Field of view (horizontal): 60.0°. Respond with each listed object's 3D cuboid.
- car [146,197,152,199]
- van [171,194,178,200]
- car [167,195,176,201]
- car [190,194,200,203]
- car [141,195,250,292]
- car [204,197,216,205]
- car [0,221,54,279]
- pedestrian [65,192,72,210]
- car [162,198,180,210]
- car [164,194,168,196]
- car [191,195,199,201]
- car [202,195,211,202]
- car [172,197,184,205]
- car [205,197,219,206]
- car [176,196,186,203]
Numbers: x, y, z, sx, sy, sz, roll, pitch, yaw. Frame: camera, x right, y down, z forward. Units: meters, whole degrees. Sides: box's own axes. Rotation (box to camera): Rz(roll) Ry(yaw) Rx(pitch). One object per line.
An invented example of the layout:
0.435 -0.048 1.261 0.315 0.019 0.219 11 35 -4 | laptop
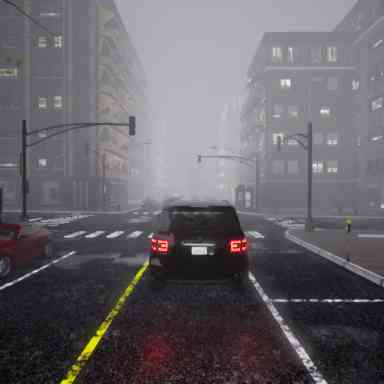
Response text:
-5.319 1.438 42.399 1.967 1.590 4.097 0 0 1 | car
-4.856 1.340 93.145 1.690 1.788 3.998 0 0 1 | van
-4.961 1.525 81.698 1.752 1.417 4.829 0 0 1 | car
0.670 1.354 72.899 2.097 1.767 4.553 0 0 1 | car
0.165 1.221 9.075 2.150 2.045 5.566 0 0 1 | car
3.215 1.543 59.232 1.887 1.381 4.507 0 0 1 | car
-5.614 1.581 9.989 1.802 1.307 4.206 0 0 1 | car
-12.421 0.902 33.456 0.375 1.860 0.375 0 -1 0 | pedestrian
-2.703 1.562 43.028 1.994 1.385 4.181 0 0 1 | car
-5.063 1.314 70.591 2.192 1.841 5.009 0 0 1 | car
0.744 1.477 82.676 1.882 1.535 5.008 0 0 1 | car
3.369 1.439 76.148 1.967 1.590 4.097 0 0 1 | car
-2.512 1.563 61.569 1.994 1.385 4.181 0 0 1 | car
3.164 1.549 53.594 2.008 1.369 4.403 0 0 1 | car
-2.356 1.522 71.874 1.812 1.442 4.674 0 0 1 | car
